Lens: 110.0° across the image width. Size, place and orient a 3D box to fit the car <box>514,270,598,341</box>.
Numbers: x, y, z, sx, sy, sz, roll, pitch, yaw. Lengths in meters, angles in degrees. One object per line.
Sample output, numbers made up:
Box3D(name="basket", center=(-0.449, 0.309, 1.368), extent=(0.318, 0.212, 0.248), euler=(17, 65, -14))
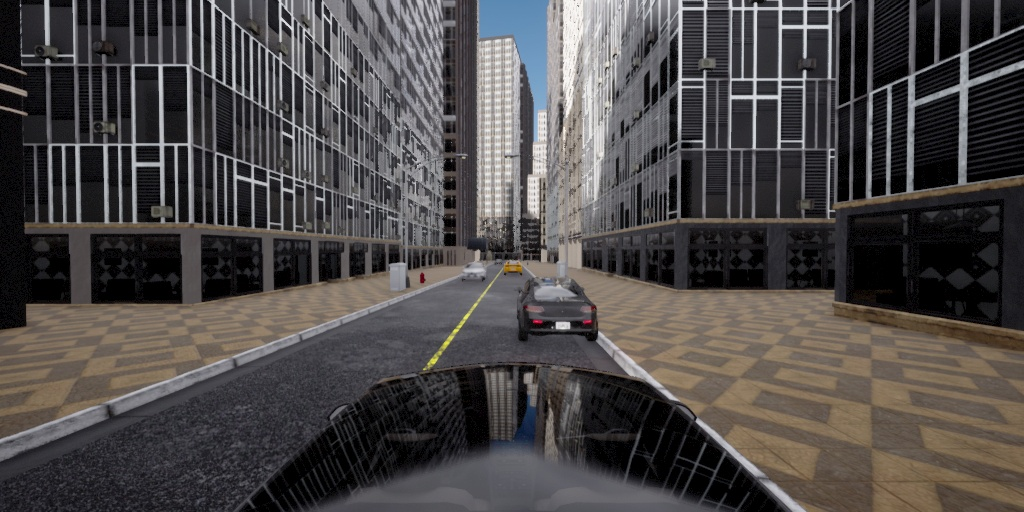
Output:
Box3D(name="car", center=(1.057, 1.275, 9.724), extent=(1.812, 1.442, 4.674), euler=(0, 0, 0))

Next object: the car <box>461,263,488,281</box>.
Box3D(name="car", center=(-3.073, 1.279, 29.839), extent=(1.812, 1.442, 4.674), euler=(0, 0, 0))

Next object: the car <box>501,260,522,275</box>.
Box3D(name="car", center=(0.117, 1.236, 39.380), extent=(1.882, 1.535, 5.008), euler=(0, 0, 0))
